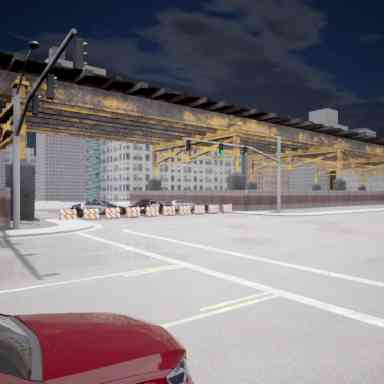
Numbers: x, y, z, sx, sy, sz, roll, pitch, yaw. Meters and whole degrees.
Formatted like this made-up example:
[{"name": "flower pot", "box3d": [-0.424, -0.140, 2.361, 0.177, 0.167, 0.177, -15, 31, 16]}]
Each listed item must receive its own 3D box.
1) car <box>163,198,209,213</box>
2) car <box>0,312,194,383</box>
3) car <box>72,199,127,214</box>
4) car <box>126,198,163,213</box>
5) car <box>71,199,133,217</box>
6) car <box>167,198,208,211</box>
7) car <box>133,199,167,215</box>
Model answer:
[{"name": "car", "box3d": [-0.730, 1.453, 36.862, 4.974, 1.542, 2.038, 0, 0, -7]}, {"name": "car", "box3d": [-2.141, 1.526, 2.240, 4.674, 1.442, 1.812, 0, 0, -35]}, {"name": "car", "box3d": [-8.421, 1.295, 30.406, 4.536, 1.218, 1.853, 0, 0, 8]}, {"name": "car", "box3d": [-4.615, 1.295, 33.143, 1.853, 1.218, 4.536, 0, 0, 18]}, {"name": "car", "box3d": [-8.370, 1.453, 30.399, 4.974, 1.542, 2.038, 0, 0, 8]}, {"name": "car", "box3d": [-0.781, 1.295, 36.856, 4.536, 1.218, 1.853, 0, 0, -7]}, {"name": "car", "box3d": [-4.631, 1.453, 33.093, 2.038, 1.542, 4.974, 0, 0, 18]}]
